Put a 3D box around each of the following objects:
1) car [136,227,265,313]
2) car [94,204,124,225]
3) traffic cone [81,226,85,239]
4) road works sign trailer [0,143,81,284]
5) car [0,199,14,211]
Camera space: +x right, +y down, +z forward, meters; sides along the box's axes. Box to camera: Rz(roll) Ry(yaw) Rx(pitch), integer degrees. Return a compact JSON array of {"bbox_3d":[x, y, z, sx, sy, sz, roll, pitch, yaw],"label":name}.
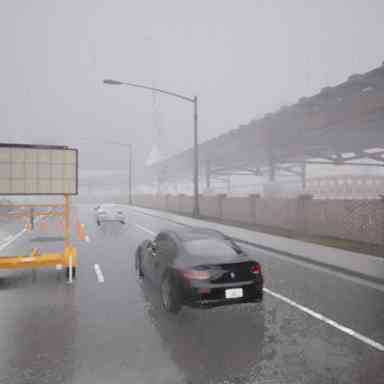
[{"bbox_3d":[-0.077,1.549,7.766,1.812,1.442,4.674,0,0,-20],"label":"car"},{"bbox_3d":[-6.222,1.595,24.724,1.812,1.442,4.674,0,0,-20],"label":"car"},{"bbox_3d":[-5.434,2.001,16.345,0.340,0.580,0.340,0,0,-20],"label":"traffic cone"},{"bbox_3d":[-4.446,0.489,9.261,2.380,3.560,2.880,0,0,-20],"label":"road works sign trailer"},{"bbox_3d":[-24.490,1.659,43.474,2.033,1.411,5.357,0,0,-21],"label":"car"}]
